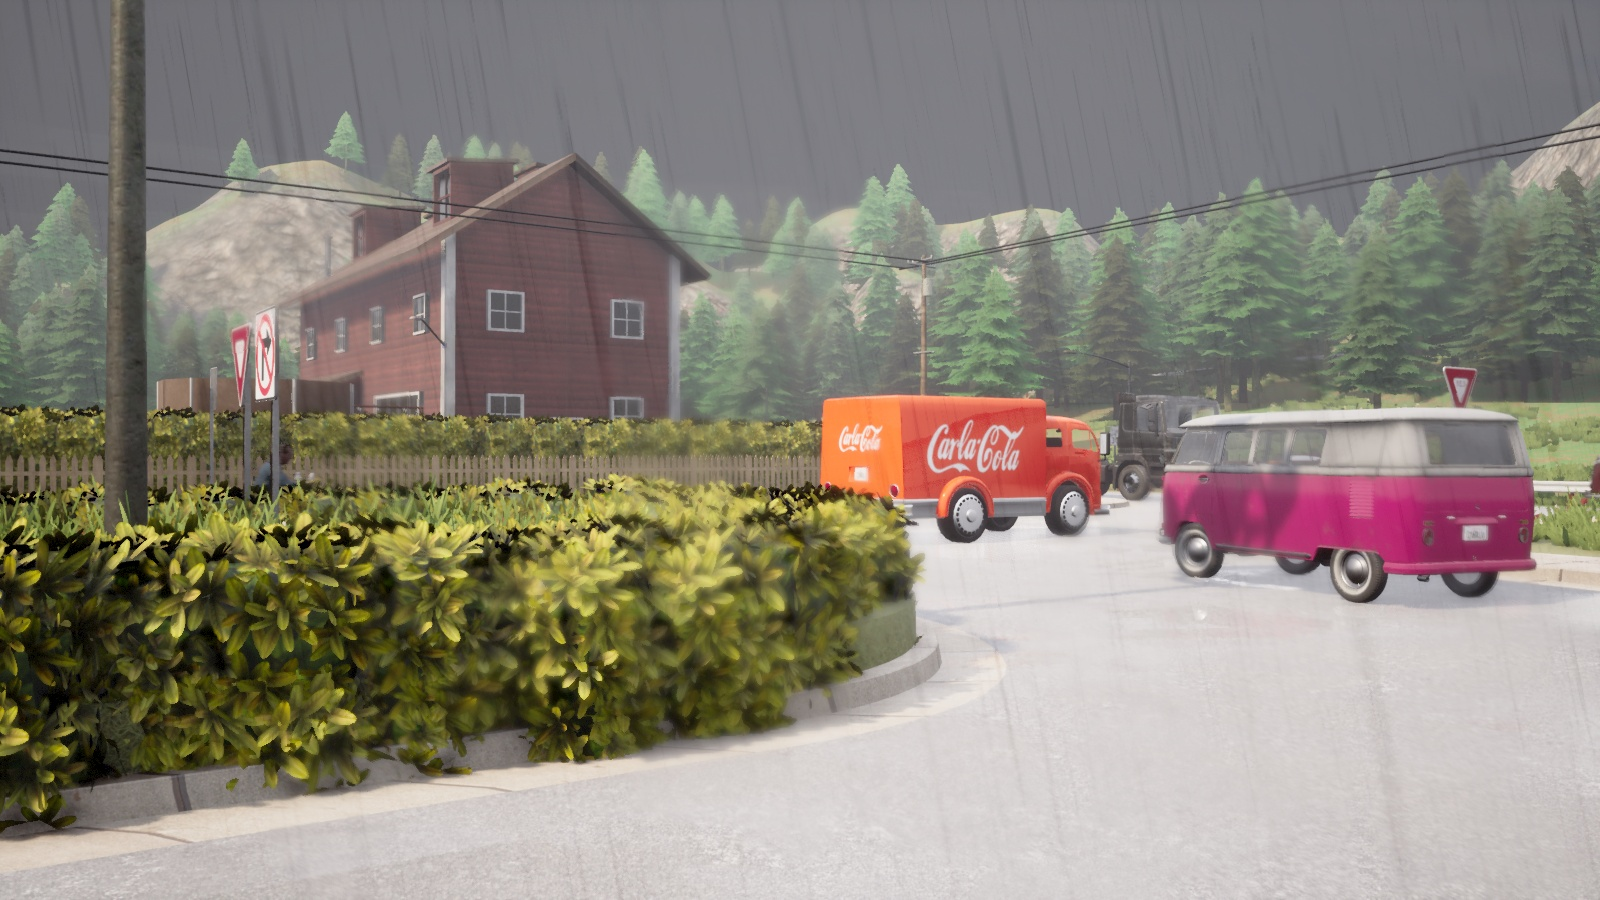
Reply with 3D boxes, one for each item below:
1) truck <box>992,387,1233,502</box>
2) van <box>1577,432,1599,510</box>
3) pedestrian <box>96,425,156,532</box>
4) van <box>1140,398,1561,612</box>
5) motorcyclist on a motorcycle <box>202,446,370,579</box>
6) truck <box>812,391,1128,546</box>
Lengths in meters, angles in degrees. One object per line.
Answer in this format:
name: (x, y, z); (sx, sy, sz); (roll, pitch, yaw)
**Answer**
truck: (10.250, -0.156, 42.166); (2.891, 3.462, 7.936); (0, 0, -34)
van: (22.048, 0.528, 31.068); (1.775, 1.987, 4.442); (0, 0, -34)
pedestrian: (-11.535, 0.477, 21.508); (0.869, 1.805, 0.328); (0, 0, -35)
van: (5.870, 0.520, 14.076); (1.775, 1.987, 4.442); (0, 0, -19)
motorcyclist on a motorcycle: (-6.493, 0.751, 15.880); (1.817, 1.590, 0.866); (0, 0, -35)
truck: (3.096, 0.304, 22.485); (5.204, 2.467, 2.627); (0, 0, -35)
